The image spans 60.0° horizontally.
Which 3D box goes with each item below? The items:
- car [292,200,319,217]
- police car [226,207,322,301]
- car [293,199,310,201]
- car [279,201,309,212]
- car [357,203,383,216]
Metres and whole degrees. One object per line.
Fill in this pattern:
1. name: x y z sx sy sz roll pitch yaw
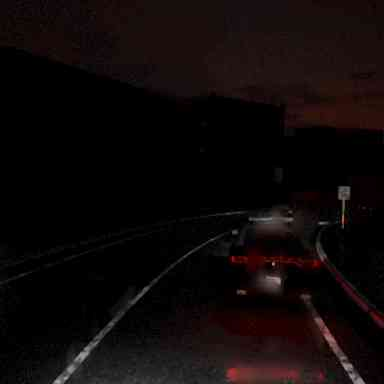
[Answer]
1. car: 7.370 1.570 22.626 1.837 1.490 4.892 3 1 30
2. police car: 2.022 1.425 8.616 1.930 1.638 5.238 1 0 12
3. car: 11.440 1.487 35.311 4.902 1.511 2.128 1 2 -45
4. car: 4.913 1.481 17.710 1.801 1.575 5.366 2 1 23
5. car: 21.837 1.982 39.417 5.357 1.411 2.033 2 3 -33
